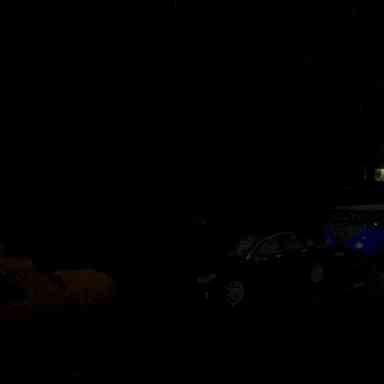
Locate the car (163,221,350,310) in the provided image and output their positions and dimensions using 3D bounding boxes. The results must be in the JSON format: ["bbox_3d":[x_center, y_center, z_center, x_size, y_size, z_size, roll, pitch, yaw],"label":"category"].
[{"bbox_3d":[1.415,1.525,7.661,4.403,1.369,2.008,0,0,-35],"label":"car"}]

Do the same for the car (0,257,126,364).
[{"bbox_3d":[-3.312,1.527,4.290,4.829,1.417,1.752,0,0,-35],"label":"car"}]

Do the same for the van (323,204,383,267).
[{"bbox_3d":[6.003,1.290,10.934,3.998,1.788,1.690,0,0,-35],"label":"van"}]
